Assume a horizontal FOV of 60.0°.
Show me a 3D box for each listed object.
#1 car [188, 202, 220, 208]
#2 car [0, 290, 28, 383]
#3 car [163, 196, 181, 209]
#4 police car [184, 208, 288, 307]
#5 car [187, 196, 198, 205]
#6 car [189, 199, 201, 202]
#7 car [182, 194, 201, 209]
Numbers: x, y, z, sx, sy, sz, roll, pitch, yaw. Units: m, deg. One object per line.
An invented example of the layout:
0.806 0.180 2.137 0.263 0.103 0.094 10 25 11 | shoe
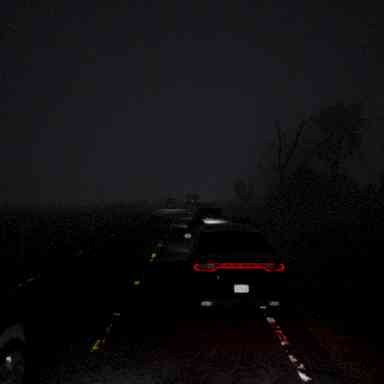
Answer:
0.850 1.507 18.075 1.837 1.490 4.892 0 0 0 | car
-2.847 1.351 1.726 2.097 1.767 4.553 0 0 0 | car
-2.786 1.528 45.072 1.837 1.490 4.892 0 0 0 | car
0.837 1.425 8.186 1.930 1.638 5.238 0 0 0 | police car
0.081 1.528 60.583 1.882 1.535 5.008 0 0 0 | car
0.858 1.509 24.076 1.837 1.490 4.892 0 0 0 | car
0.099 1.246 45.969 2.150 2.045 5.566 0 0 1 | car
